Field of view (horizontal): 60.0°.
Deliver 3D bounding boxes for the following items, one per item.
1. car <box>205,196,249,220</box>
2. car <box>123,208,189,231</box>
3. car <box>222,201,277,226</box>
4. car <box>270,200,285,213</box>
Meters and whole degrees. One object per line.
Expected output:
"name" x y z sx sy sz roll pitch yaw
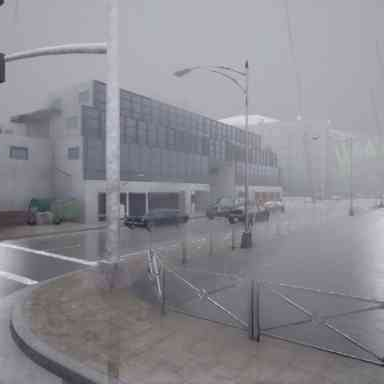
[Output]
"car" 3.427 1.398 30.183 2.150 2.045 5.566 0 0 36
"car" -2.303 1.777 22.153 1.895 1.301 4.718 0 0 35
"car" 4.495 1.681 25.311 1.837 1.490 4.892 0 0 35
"car" 9.201 1.702 38.256 1.812 1.442 4.674 0 0 36
